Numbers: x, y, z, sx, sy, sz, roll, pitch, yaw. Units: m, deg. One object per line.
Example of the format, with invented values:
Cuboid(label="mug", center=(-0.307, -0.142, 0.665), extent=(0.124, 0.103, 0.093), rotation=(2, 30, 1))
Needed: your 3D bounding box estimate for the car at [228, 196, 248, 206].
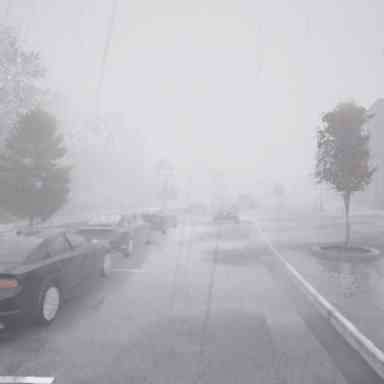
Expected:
Cuboid(label="car", center=(7.900, 1.509, 56.416), extent=(1.946, 1.575, 5.366), rotation=(-3, -1, 24))

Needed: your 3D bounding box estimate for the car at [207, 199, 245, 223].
Cuboid(label="car", center=(2.713, 1.541, 25.479), extent=(2.033, 1.411, 5.357), rotation=(0, 0, 11))

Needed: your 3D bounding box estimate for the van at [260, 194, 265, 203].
Cuboid(label="van", center=(12.493, 1.325, 66.533), extent=(1.878, 1.987, 4.442), rotation=(-3, -1, 27))

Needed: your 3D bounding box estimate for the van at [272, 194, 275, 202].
Cuboid(label="van", center=(17.827, 1.386, 76.347), extent=(1.878, 1.987, 4.442), rotation=(-3, -1, 29))

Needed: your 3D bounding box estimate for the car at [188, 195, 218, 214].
Cuboid(label="car", center=(0.883, 1.503, 34.998), extent=(2.231, 1.521, 4.892), rotation=(-3, -1, 15))

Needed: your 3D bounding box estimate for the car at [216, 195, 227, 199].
Cuboid(label="car", center=(2.329, 1.503, 40.399), extent=(2.231, 1.521, 4.892), rotation=(-3, -1, 16))

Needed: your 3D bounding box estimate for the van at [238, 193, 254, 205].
Cuboid(label="van", center=(10.075, 1.304, 61.488), extent=(1.878, 1.987, 4.442), rotation=(-3, -1, 22))

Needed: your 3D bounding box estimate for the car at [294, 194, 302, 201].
Cuboid(label="car", center=(27.137, 1.479, 90.190), extent=(2.435, 2.045, 5.566), rotation=(-3, -1, 35))

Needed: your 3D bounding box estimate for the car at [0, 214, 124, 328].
Cuboid(label="car", center=(-3.273, 1.510, 7.260), extent=(2.097, 1.535, 5.008), rotation=(-1, 0, 4))

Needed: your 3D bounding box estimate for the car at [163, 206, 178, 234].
Cuboid(label="car", center=(-2.094, 1.492, 19.236), extent=(2.097, 1.535, 5.008), rotation=(0, 0, 8))

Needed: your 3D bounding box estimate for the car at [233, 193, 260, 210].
Cuboid(label="car", center=(7.033, 1.197, 42.634), extent=(2.150, 2.045, 5.566), rotation=(-1, 0, 17))

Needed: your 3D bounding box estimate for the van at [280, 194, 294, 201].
Cuboid(label="van", center=(23.902, 1.464, 85.739), extent=(1.878, 1.987, 4.442), rotation=(-3, -1, 33))

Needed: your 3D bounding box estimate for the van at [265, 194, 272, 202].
Cuboid(label="van", center=(15.083, 1.353, 71.488), extent=(1.878, 1.987, 4.442), rotation=(-3, -1, 28))

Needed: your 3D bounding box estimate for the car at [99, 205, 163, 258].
Cuboid(label="car", center=(-2.849, 1.495, 12.954), extent=(2.231, 1.521, 4.892), rotation=(0, 0, 6))

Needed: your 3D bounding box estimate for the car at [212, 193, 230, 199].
Cuboid(label="car", center=(3.962, 1.249, 45.783), extent=(2.435, 2.045, 5.566), rotation=(-3, -1, 18))
